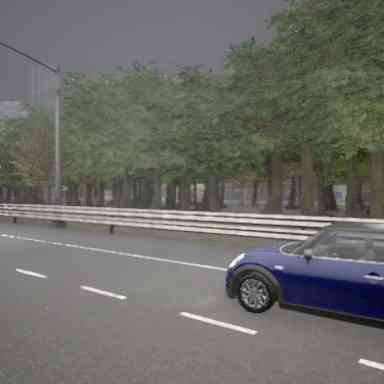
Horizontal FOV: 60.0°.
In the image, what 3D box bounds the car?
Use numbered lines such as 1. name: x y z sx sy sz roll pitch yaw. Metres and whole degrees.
1. car: 2.868 1.353 6.123 4.553 1.767 2.097 0 0 36
